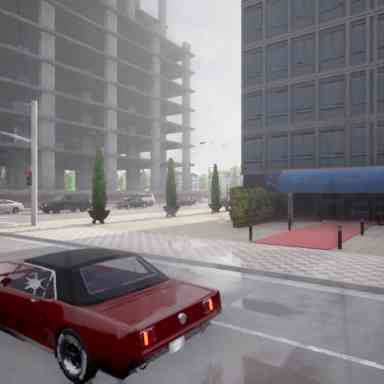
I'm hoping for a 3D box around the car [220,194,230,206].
[{"bbox_3d":[5.153,1.504,50.176,1.837,1.490,4.892,0,0,36],"label":"car"}]

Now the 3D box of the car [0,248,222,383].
[{"bbox_3d":[-1.989,1.601,5.401,4.718,1.301,1.895,0,0,35],"label":"car"}]

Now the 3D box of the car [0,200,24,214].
[{"bbox_3d":[-19.710,1.526,33.971,1.812,1.442,4.674,0,0,36],"label":"car"}]

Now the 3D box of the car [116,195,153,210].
[{"bbox_3d":[-7.943,1.505,44.310,1.837,1.490,4.892,0,0,36],"label":"car"}]

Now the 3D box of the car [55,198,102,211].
[{"bbox_3d":[-14.105,1.547,41.751,2.033,1.411,5.357,0,0,36],"label":"car"}]

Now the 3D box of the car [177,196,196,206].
[{"bbox_3d":[-1.729,1.547,52.913,2.033,1.411,5.357,0,0,36],"label":"car"}]

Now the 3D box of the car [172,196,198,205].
[{"bbox_3d":[-1.236,1.492,59.527,2.128,1.511,4.902,0,0,36],"label":"car"}]

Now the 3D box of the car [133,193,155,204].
[{"bbox_3d":[-7.977,1.221,50.243,2.150,2.045,5.566,0,0,36],"label":"car"}]

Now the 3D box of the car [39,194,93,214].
[{"bbox_3d":[-13.719,1.221,36.300,2.150,2.045,5.566,0,0,36],"label":"car"}]
